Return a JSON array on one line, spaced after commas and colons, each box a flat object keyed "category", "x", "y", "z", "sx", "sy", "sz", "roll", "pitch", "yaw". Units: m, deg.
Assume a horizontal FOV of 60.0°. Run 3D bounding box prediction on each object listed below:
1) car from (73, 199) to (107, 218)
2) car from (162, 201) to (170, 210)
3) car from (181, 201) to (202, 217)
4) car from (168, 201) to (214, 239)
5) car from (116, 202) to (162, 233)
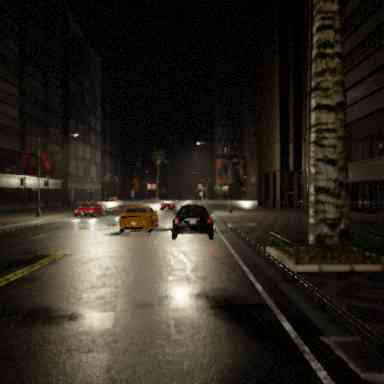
[{"category": "car", "x": -9.960, "y": 1.752, "z": 32.545, "sx": 1.812, "sy": 1.442, "sz": 4.674, "roll": 0, "pitch": 0, "yaw": 0}, {"category": "car", "x": -3.325, "y": 1.889, "z": 46.930, "sx": 1.895, "sy": 1.301, "sz": 4.718, "roll": 0, "pitch": 0, "yaw": 0}, {"category": "car", "x": -0.048, "y": 1.748, "z": 34.974, "sx": 2.033, "sy": 1.411, "sz": 5.357, "roll": 0, "pitch": 0, "yaw": 0}, {"category": "car", "x": 0.032, "y": 1.452, "z": 18.087, "sx": 2.097, "sy": 1.767, "sz": 4.553, "roll": 0, "pitch": 0, "yaw": 0}, {"category": "car", "x": -3.223, "y": 1.607, "z": 20.801, "sx": 1.882, "sy": 1.535, "sz": 5.008, "roll": 0, "pitch": 0, "yaw": 0}]
